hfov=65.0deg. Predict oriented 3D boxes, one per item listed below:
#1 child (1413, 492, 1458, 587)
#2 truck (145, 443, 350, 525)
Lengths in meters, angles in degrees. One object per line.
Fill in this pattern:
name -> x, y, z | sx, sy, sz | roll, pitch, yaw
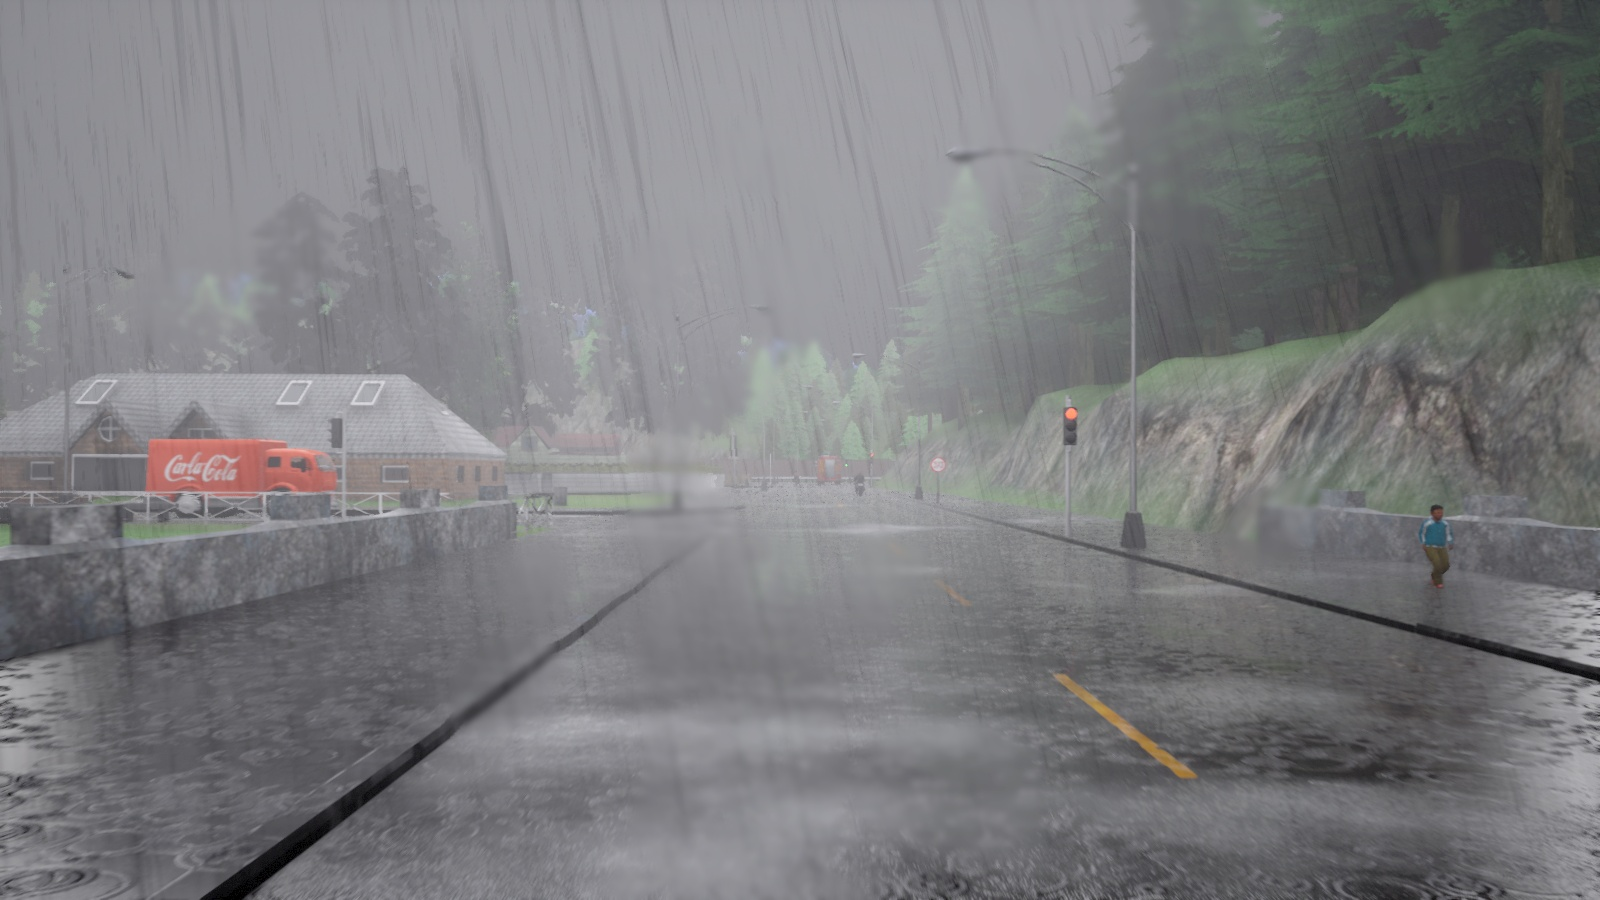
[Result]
child -> 8.163, 1.142, 16.144 | 0.343, 1.192, 0.448 | 0, -1, 1
truck -> -17.012, 1.045, 38.926 | 5.204, 2.467, 2.627 | 0, -1, 0
